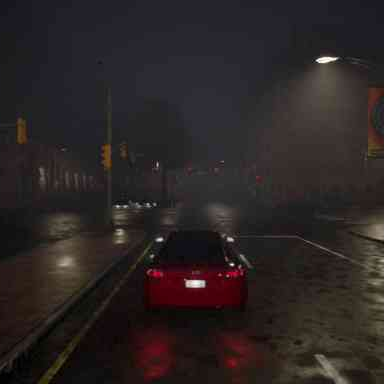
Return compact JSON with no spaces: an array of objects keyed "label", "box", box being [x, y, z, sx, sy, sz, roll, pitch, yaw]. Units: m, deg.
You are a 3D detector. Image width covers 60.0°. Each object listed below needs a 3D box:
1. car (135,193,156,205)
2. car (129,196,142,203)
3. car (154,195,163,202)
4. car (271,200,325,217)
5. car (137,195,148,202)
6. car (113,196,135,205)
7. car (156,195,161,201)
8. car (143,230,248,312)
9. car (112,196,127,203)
[{"label":"car","box":[-8.103,1.220,58.651,2.150,2.045,5.566,0,0,0]},{"label":"car","box":[-11.534,1.563,67.871,1.994,1.385,4.181,0,0,0]},{"label":"car","box":[-8.032,1.498,80.305,1.837,1.490,4.892,0,0,0]},{"label":"car","box":[9.952,1.504,31.302,4.892,1.490,1.837,0,1,4]},{"label":"car","box":[-11.531,1.476,78.244,1.882,1.535,5.008,0,0,0]},{"label":"car","box":[-11.605,1.563,56.936,1.994,1.385,4.181,0,0,0]},{"label":"car","box":[-8.028,1.599,68.969,1.895,1.301,4.718,0,0,0]},{"label":"car","box":[0.072,1.564,7.787,1.994,1.385,4.181,0,0,0]},{"label":"car","box":[-14.776,1.593,67.893,1.895,1.301,4.718,0,0,0]}]
